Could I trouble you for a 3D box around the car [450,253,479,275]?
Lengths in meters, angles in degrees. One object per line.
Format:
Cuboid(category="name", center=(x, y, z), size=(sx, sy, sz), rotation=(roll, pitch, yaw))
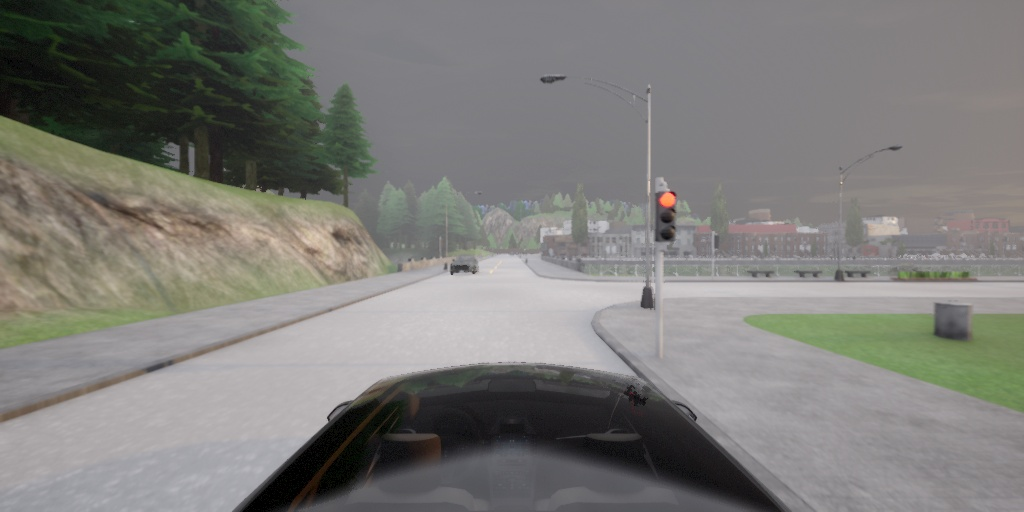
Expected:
Cuboid(category="car", center=(-3.994, 0.625, 30.705), size=(2.097, 1.767, 4.553), rotation=(0, 0, 0))
